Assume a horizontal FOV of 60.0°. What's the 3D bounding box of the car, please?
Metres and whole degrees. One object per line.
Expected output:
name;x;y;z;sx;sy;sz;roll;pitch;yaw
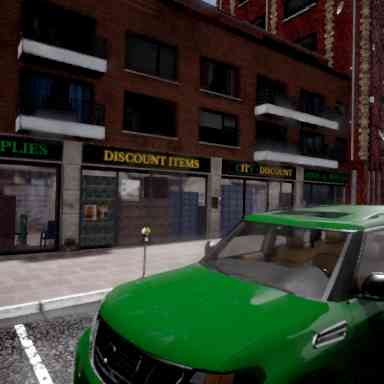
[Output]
car;1.545;1.224;4.053;5.566;2.045;2.150;0;0;-36
